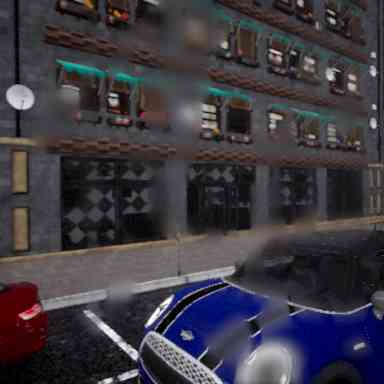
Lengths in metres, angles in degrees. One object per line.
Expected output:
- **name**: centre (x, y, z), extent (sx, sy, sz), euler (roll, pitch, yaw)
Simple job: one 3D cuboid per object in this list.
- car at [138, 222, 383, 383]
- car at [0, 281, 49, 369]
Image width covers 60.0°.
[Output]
- **car**: centre (1.624, 1.349, 4.221), extent (4.553, 1.767, 2.097), euler (0, 0, -35)
- **car**: centre (-3.760, 1.583, 3.428), extent (4.206, 1.307, 1.802), euler (0, -1, -35)
